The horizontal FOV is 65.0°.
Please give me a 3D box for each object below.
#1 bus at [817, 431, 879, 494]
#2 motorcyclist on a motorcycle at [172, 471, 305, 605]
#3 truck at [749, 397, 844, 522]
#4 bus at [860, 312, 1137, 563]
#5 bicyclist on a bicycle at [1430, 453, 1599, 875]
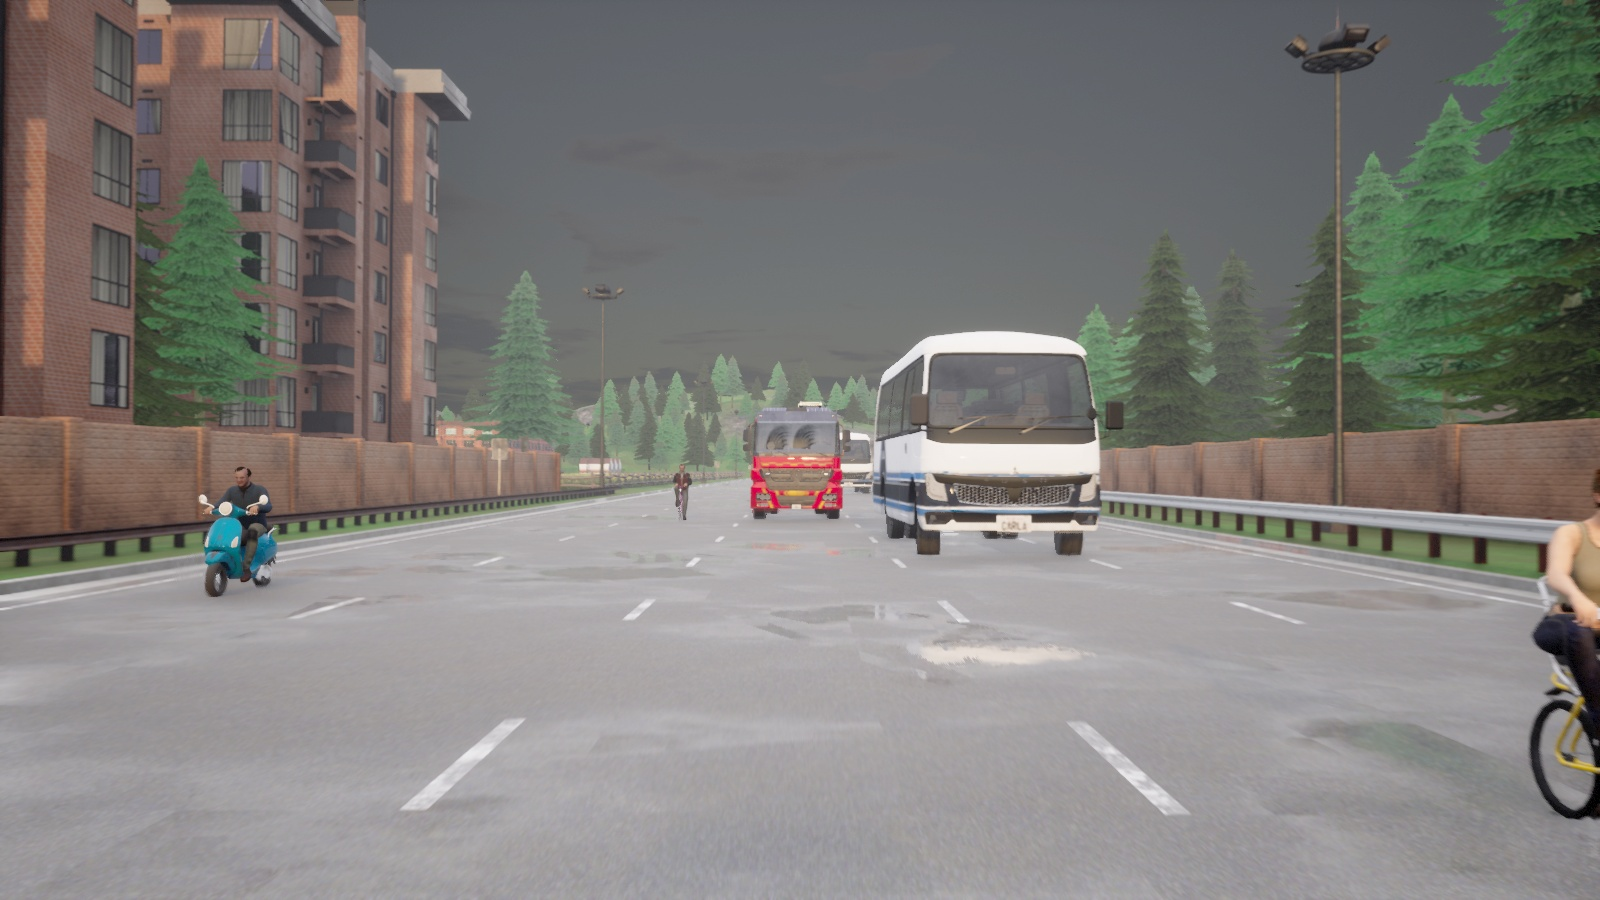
[{"bbox_3d":[3.278,0.918,89.353,3.944,4.253,10.273,0,-1,0],"label":"bus"},{"bbox_3d":[-7.039,1.061,15.848,0.866,1.590,1.817,0,-1,0],"label":"motorcyclist on a motorcycle"},{"bbox_3d":[-0.108,0.363,42.653,2.891,3.827,8.468,0,-1,0],"label":"truck"},{"bbox_3d":[3.612,-0.134,26.462,3.944,4.253,10.273,0,-1,-2],"label":"bus"},{"bbox_3d":[3.486,0.826,5.308,0.866,1.612,1.509,0,-1,0],"label":"bicyclist on a bicycle"}]
